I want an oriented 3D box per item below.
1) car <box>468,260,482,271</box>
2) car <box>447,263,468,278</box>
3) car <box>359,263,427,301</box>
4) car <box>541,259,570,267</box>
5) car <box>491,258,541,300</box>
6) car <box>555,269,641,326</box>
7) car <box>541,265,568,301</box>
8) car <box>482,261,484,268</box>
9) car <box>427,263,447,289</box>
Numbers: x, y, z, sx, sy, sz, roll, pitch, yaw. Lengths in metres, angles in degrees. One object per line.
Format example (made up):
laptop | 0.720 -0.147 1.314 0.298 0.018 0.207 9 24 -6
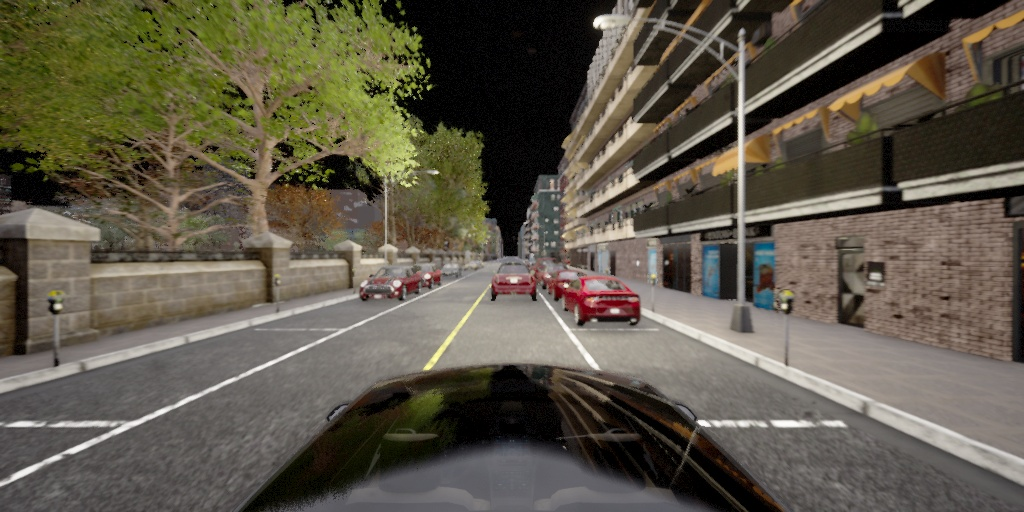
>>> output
car | -5.716 1.329 50.825 1.751 1.417 4.829 0 0 0
car | -5.707 1.331 34.105 2.007 1.370 4.403 0 0 0
car | -5.698 1.203 17.215 1.967 1.591 4.097 0 0 0
car | 2.680 1.208 22.849 1.967 1.591 4.097 0 0 0
car | 0.085 1.114 17.830 2.097 1.767 4.553 0 0 0
car | 2.686 1.302 11.589 1.888 1.381 4.507 0 0 0
car | 2.683 1.307 17.220 1.888 1.381 4.507 0 0 0
car | -5.719 1.363 56.625 2.007 1.370 4.403 0 0 0
car | -5.701 1.209 22.843 1.967 1.591 4.097 0 0 0
